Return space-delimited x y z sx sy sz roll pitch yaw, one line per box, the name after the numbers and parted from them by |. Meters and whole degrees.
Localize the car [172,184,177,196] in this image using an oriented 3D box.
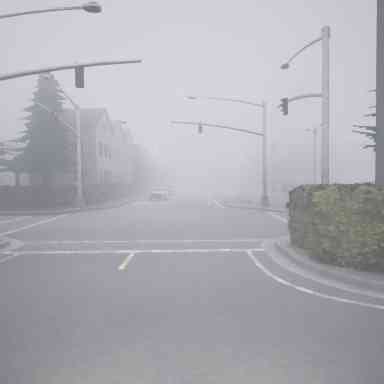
-3.737 -0.333 47.822 2.097 1.767 4.553 -1 2 0 | car

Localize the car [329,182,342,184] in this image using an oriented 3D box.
25.304 -1.048 59.525 2.152 1.636 5.027 -1 2 0 | car

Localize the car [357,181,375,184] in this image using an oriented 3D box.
19.015 -0.182 34.254 1.905 1.878 3.866 -1 2 0 | car

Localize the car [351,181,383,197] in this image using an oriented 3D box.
22.259 -0.469 42.135 1.932 1.855 4.605 -1 2 0 | car

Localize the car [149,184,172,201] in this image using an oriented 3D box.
-3.717 0.140 37.804 1.882 1.535 5.008 -1 2 0 | car

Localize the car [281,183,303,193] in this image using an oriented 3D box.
15.266 -0.542 52.112 2.007 1.523 4.514 -1 2 0 | car

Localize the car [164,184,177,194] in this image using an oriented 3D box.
-3.722 -0.557 58.661 1.837 1.490 4.892 -1 2 0 | car
